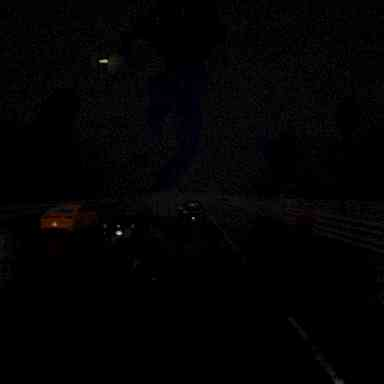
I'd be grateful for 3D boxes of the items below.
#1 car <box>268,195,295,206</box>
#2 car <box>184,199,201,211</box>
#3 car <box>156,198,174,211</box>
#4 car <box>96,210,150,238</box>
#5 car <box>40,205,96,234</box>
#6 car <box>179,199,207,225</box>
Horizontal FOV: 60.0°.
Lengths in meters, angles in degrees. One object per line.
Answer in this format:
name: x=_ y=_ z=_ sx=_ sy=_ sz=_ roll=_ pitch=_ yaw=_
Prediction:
car: x=12.238 y=1.365 z=46.420 sx=2.150 sy=2.045 sz=5.566 roll=0 pitch=0 yaw=-14
car: x=0.090 y=1.594 z=42.835 sx=2.033 sy=1.411 sz=5.357 roll=0 pitch=0 yaw=0
car: x=-3.409 y=1.550 z=41.691 sx=1.837 sy=1.490 sz=4.892 roll=0 pitch=0 yaw=0
car: x=-3.398 y=1.618 z=17.762 sx=1.895 sy=1.301 sz=4.718 roll=0 pitch=0 yaw=0
car: x=-6.904 y=1.464 z=19.188 sx=1.882 sy=1.535 sz=5.008 roll=0 pitch=0 yaw=0
car: x=0.093 y=1.518 z=24.371 sx=2.128 sy=1.511 sz=4.902 roll=0 pitch=0 yaw=0
